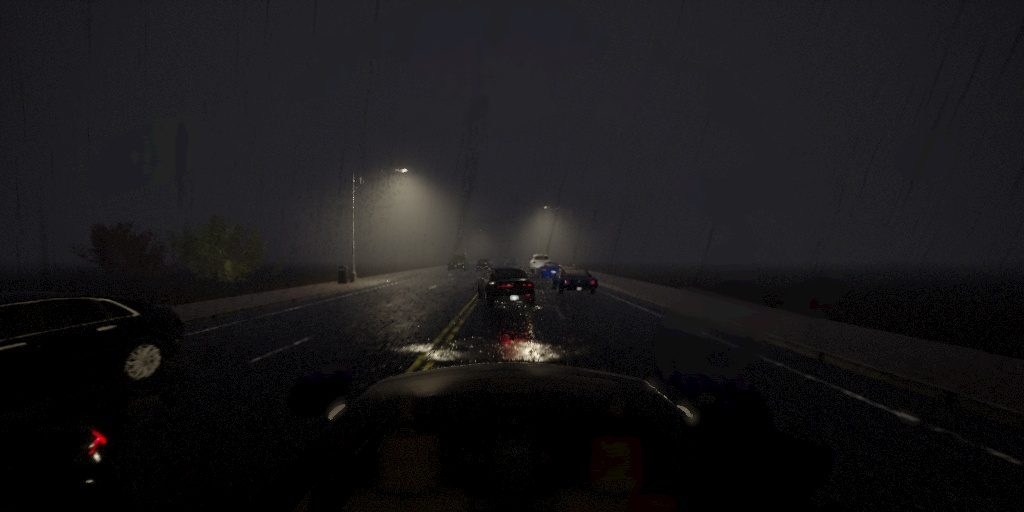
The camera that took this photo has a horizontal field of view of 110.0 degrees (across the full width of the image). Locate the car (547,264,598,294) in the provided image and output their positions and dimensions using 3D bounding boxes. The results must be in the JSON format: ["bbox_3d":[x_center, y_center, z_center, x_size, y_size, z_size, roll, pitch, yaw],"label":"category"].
[{"bbox_3d":[3.248,1.289,19.573,1.895,1.301,4.718,0,0,0],"label":"car"}]

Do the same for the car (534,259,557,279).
[{"bbox_3d":[3.247,1.213,30.543,1.994,1.385,4.181,0,0,0],"label":"car"}]

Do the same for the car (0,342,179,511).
[{"bbox_3d":[-3.349,1.318,0.420,1.994,1.385,4.181,0,0,0],"label":"car"}]

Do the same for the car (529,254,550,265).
[{"bbox_3d":[3.246,0.830,41.572,2.150,2.045,5.566,0,0,0],"label":"car"}]

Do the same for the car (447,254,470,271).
[{"bbox_3d":[-6.589,0.819,44.643,2.150,2.045,5.566,0,0,0],"label":"car"}]

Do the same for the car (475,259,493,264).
[{"bbox_3d":[-3.338,1.107,42.881,1.837,1.490,4.892,0,1,0],"label":"car"}]

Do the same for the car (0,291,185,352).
[{"bbox_3d":[-6.599,1.246,4.168,1.837,1.490,4.892,0,0,0],"label":"car"}]

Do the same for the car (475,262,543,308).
[{"bbox_3d":[-0.324,1.210,14.981,1.837,1.490,4.892,-2,1,-10],"label":"car"}]

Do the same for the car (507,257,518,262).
[{"bbox_3d":[0.037,1.071,64.380,2.033,1.411,5.357,0,0,1],"label":"car"}]
